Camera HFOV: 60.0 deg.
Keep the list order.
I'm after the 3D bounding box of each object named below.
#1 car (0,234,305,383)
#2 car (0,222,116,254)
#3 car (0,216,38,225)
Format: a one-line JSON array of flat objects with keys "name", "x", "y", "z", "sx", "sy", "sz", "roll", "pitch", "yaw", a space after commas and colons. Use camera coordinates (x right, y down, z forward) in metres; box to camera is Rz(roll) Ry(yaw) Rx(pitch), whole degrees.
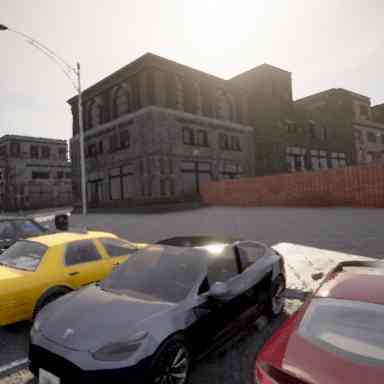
[{"name": "car", "x": -0.061, "y": 1.521, "z": 5.328, "sx": 2.163, "sy": 1.488, "sz": 4.792, "roll": 0, "pitch": 0, "yaw": 36}, {"name": "car", "x": -2.209, "y": 1.499, "z": 7.124, "sx": 1.946, "sy": 1.575, "sz": 5.366, "roll": 0, "pitch": 0, "yaw": 36}, {"name": "car", "x": -4.710, "y": 1.388, "z": 8.644, "sx": 2.185, "sy": 1.767, "sz": 4.553, "roll": 0, "pitch": 0, "yaw": 36}]
